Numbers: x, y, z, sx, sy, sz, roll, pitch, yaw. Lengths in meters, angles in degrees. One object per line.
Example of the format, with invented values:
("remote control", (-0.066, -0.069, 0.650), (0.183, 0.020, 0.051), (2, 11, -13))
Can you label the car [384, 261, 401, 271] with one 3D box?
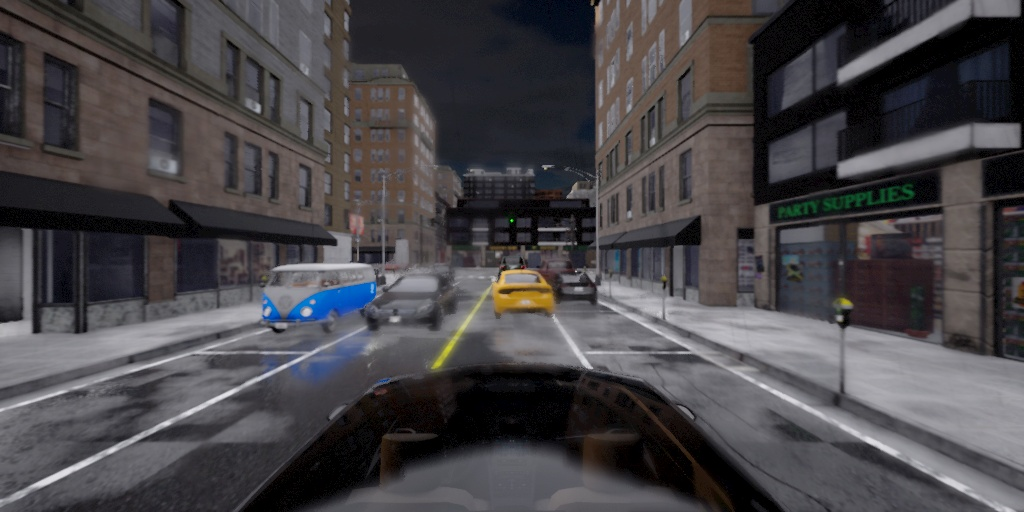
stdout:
("car", (-15.587, 1.339, 46.411), (4.181, 1.385, 1.994), (0, 0, 0))

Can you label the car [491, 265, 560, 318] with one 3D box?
("car", (0.278, 1.251, 13.234), (1.882, 1.535, 5.008), (0, 0, -4))

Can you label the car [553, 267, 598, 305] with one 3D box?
("car", (2.634, 1.346, 16.138), (1.948, 1.339, 4.313), (0, 0, 0))

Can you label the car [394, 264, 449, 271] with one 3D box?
("car", (-5.392, 1.342, 21.798), (2.007, 1.370, 4.403), (0, 0, 0))

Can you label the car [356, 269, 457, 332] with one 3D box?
("car", (-2.849, 1.295, 11.110), (1.812, 1.442, 4.674), (0, 0, 0))

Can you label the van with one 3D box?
("van", (-5.389, 1.109, 10.474), (1.690, 1.789, 3.998), (0, 0, 0))

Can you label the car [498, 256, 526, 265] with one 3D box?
("car", (0.029, 1.031, 29.529), (2.150, 2.045, 5.566), (0, 0, -1))

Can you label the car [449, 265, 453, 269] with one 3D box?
("car", (-5.394, 1.369, 27.460), (1.948, 1.339, 4.313), (0, 0, 0))

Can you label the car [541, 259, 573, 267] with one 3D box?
("car", (2.633, 1.106, 21.800), (2.192, 1.841, 5.009), (0, 0, 0))
